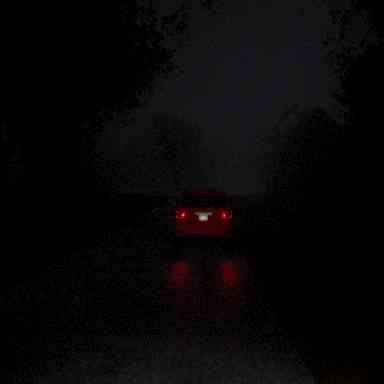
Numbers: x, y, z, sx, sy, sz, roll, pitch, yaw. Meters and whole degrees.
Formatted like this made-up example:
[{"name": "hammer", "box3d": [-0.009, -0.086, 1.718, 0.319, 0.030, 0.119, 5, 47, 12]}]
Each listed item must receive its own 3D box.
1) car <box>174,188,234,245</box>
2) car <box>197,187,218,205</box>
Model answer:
[{"name": "car", "box3d": [0.508, 0.841, 13.724, 2.150, 2.045, 5.566, 0, 2, 3]}, {"name": "car", "box3d": [1.502, 0.329, 32.281, 1.882, 1.535, 5.008, 0, 2, 3]}]
